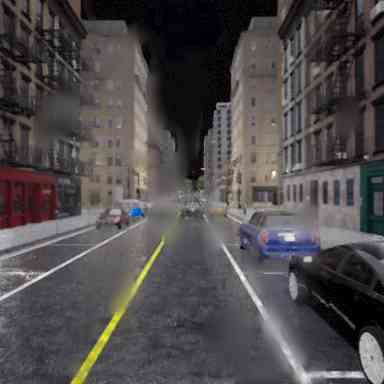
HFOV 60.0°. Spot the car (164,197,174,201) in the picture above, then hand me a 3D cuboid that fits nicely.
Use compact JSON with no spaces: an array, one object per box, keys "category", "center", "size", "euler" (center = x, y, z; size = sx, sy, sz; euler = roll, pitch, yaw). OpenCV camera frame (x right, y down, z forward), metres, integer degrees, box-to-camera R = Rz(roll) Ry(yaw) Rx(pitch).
[{"category":"car","center":[-5.396,2.115,71.724],"size":[1.752,1.417,4.829],"euler":[0,0,0]}]

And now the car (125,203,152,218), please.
[{"category":"car","center":[-5.394,1.830,33.932],"size":[2.008,1.369,4.403],"euler":[0,0,0]}]

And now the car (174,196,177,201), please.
[{"category":"car","center":[-5.398,2.248,83.256],"size":[1.947,1.339,4.313],"euler":[0,0,0]}]

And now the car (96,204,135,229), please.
[{"category":"car","center":[-5.395,1.772,23.120],"size":[1.802,1.307,4.206],"euler":[0,0,0]}]

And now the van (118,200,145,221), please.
[{"category":"van","center":[-5.395,1.576,28.528],"size":[1.690,1.788,3.998],"euler":[0,0,0]}]

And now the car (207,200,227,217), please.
[{"category":"car","center":[2.640,1.806,34.104],"size":[1.752,1.417,4.829],"euler":[0,0,0]}]

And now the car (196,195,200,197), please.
[{"category":"car","center":[2.627,2.169,88.942],"size":[1.967,1.590,4.097],"euler":[0,0,0]}]

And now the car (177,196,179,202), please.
[{"category":"car","center":[-5.399,2.324,94.619],"size":[2.008,1.369,4.403],"euler":[0,0,0]}]

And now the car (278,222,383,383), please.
[{"category":"car","center":[3.014,1.522,5.305],"size":[1.882,1.535,5.008],"euler":[0,0,0]}]

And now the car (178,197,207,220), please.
[{"category":"car","center":[0.075,1.608,31.017],"size":[2.097,1.767,4.553],"euler":[0,0,0]}]

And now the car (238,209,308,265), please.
[{"category":"car","center":[2.987,1.455,12.276],"size":[2.097,1.767,4.553],"euler":[0,0,0]}]

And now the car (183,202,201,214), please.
[{"category":"car","center":[0.014,1.899,40.677],"size":[1.994,1.385,4.181],"euler":[0,0,0]}]

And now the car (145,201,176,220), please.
[{"category":"car","center":[-2.837,1.804,31.146],"size":[2.033,1.411,5.357],"euler":[0,-1,0]}]

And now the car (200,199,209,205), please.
[{"category":"car","center":[2.629,2.174,71.896],"size":[1.802,1.307,4.206],"euler":[0,0,0]}]
